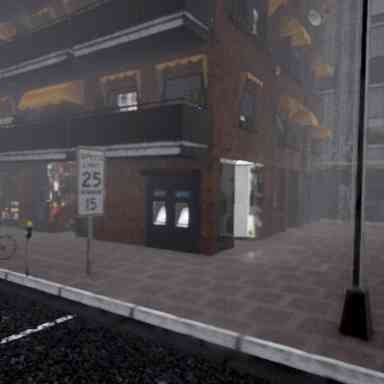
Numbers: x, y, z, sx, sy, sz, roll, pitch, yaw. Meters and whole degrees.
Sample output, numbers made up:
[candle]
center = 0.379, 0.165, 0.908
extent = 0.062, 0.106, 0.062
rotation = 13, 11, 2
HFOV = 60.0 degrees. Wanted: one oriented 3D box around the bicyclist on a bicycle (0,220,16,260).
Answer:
[bicyclist on a bicycle]
center = -5.481, 1.150, 8.716
extent = 0.582, 1.620, 1.656
rotation = 1, 9, 33
